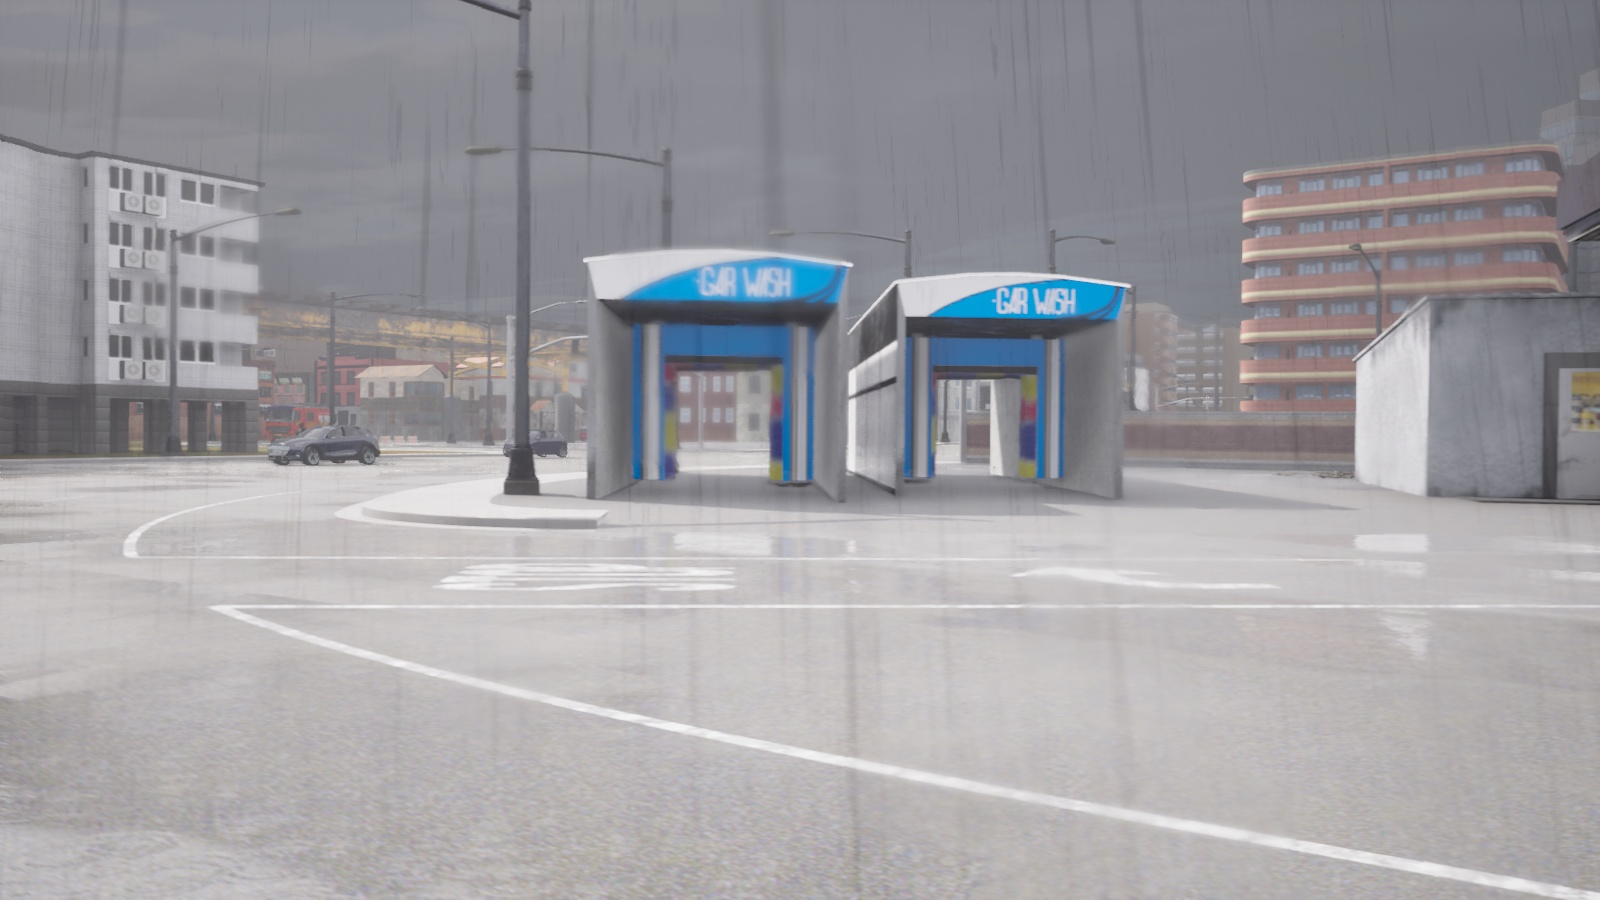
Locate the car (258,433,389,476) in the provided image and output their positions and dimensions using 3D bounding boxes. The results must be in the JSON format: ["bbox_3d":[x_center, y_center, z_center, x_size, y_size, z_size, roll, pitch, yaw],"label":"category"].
[{"bbox_3d":[-19.210,0.142,50.856,2.033,1.649,4.856,0,1,26],"label":"car"}]

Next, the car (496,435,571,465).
[{"bbox_3d":[-14.024,-0.031,66.265,1.845,1.501,3.633,0,1,32],"label":"car"}]
